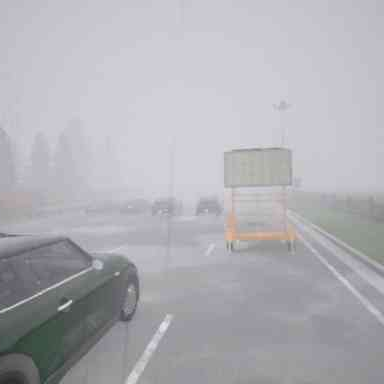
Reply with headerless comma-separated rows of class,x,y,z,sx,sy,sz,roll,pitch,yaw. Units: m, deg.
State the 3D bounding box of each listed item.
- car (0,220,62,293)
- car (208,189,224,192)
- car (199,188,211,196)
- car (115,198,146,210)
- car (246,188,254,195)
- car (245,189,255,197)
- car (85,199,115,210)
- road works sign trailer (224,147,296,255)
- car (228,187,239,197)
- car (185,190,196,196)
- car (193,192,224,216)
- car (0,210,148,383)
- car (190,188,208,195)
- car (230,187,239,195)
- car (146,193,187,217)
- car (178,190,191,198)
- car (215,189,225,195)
car,-5.248,1.597,8.036,1.994,1.385,4.181,-2,1,10
car,4.948,0.329,69.080,1.812,1.442,4.674,-2,1,10
car,3.141,-0.086,79.498,2.097,1.767,4.553,-2,1,9
car,-5.024,1.254,30.399,1.994,1.385,4.181,-2,1,10
car,13.445,-0.139,77.429,1.895,1.301,4.718,-2,1,9
car,11.778,0.152,67.502,1.812,1.442,4.674,-2,1,10
car,-8.396,1.339,31.439,1.994,1.385,4.181,-2,1,10
road works sign trailer,2.408,0.207,12.129,2.380,3.560,2.880,-2,1,10
car,8.391,0.189,68.463,1.882,1.535,5.008,-2,1,10
car,-0.293,0.247,80.135,1.895,1.301,4.718,-2,1,9
car,1.467,1.056,26.813,1.837,1.490,4.892,-2,1,10
car,-2.312,1.352,4.428,2.097,1.767,4.553,-2,1,10
car,1.492,0.398,69.631,1.837,1.490,4.892,-2,1,10
car,10.044,-0.274,78.351,2.097,1.767,4.553,-2,1,9
car,-1.981,1.150,27.403,1.837,1.490,4.892,-2,1,10
car,-2.021,0.501,69.837,1.837,1.490,4.892,-2,1,10
car,6.536,0.007,78.546,1.994,1.385,4.181,-2,1,9
